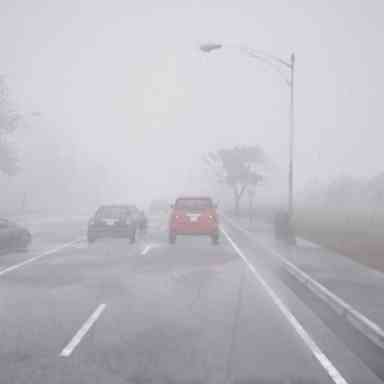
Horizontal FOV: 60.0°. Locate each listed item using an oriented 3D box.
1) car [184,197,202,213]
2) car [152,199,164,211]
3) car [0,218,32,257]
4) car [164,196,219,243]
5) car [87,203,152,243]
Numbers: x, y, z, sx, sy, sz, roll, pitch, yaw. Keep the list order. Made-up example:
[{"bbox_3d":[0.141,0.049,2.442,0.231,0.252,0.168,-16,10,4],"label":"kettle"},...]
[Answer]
[{"bbox_3d":[0.101,1.389,36.463,1.882,1.535,5.008,0,0,0],"label":"car"},{"bbox_3d":[-3.399,1.462,35.243,2.033,1.411,5.357,0,0,0],"label":"car"},{"bbox_3d":[-7.000,1.538,10.817,1.994,1.385,4.181,0,0,0],"label":"car"},{"bbox_3d":[0.087,1.181,16.040,2.150,2.045,5.566,0,0,0],"label":"car"},{"bbox_3d":[-3.418,1.313,16.053,2.097,1.767,4.553,0,0,0],"label":"car"}]
